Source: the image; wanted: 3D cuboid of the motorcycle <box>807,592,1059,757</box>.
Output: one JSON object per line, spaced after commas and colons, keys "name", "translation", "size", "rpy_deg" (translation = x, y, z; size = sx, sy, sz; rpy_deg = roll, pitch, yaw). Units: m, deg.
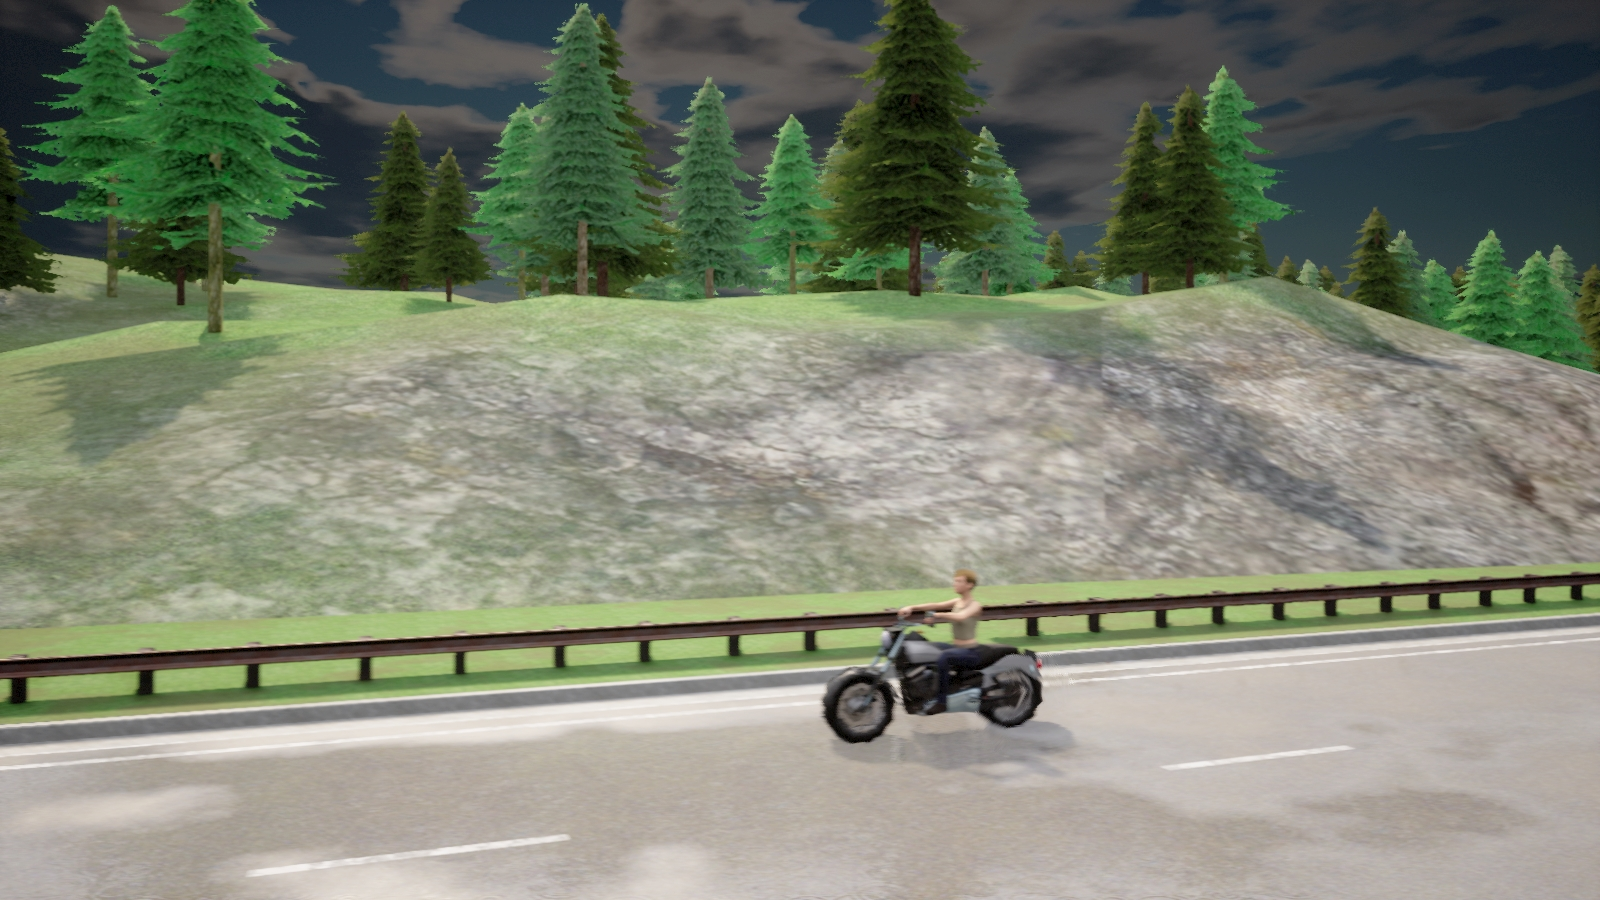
{"name": "motorcycle", "translation": [1.313, 2.153, 11.232], "size": [2.356, 1.307, 0.764], "rpy_deg": [0, 0, -20]}
